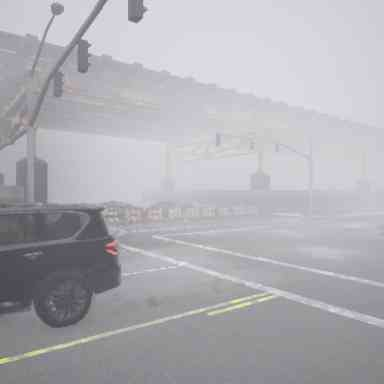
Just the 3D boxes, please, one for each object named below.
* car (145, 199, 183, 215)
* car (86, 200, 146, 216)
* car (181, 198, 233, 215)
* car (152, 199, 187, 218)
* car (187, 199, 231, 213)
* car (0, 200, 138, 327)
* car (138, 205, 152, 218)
[{"bbox_3d":[-2.424,1.295,30.343,1.853,1.218,4.536,0,0,18],"label":"car"},{"bbox_3d":[-6.239,1.295,27.619,4.536,1.218,1.853,0,0,8],"label":"car"},{"bbox_3d":[1.475,1.453,34.049,4.974,1.542,2.038,0,0,-7],"label":"car"},{"bbox_3d":[-2.440,1.453,30.293,2.038,1.542,4.974,0,0,18],"label":"car"},{"bbox_3d":[1.423,1.295,34.042,4.536,1.218,1.853,0,0,-7],"label":"car"},{"bbox_3d":[-3.940,1.221,5.481,5.566,2.045,2.150,0,0,-35],"label":"car"},{"bbox_3d":[-6.188,1.453,27.612,4.974,1.542,2.038,0,0,8],"label":"car"}]
